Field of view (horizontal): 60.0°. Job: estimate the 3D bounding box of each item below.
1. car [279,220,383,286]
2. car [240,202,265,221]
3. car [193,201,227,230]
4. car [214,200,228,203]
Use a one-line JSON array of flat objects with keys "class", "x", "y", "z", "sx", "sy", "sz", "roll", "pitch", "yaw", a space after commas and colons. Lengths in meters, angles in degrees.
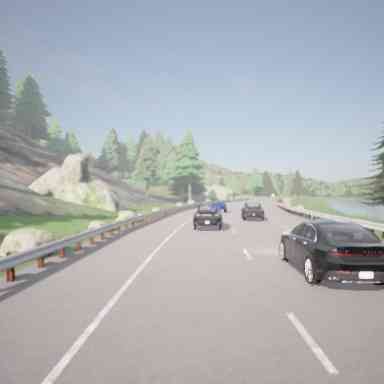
[{"class": "car", "x": 3.851, "y": 1.563, "z": 9.604, "sx": 1.837, "sy": 1.490, "sz": 4.892, "roll": 0, "pitch": 0, "yaw": 2}, {"class": "car", "x": 5.332, "y": 1.657, "z": 29.560, "sx": 2.128, "sy": 1.511, "sz": 4.902, "roll": 0, "pitch": 0, "yaw": 6}, {"class": "car", "x": 1.109, "y": 1.612, "z": 22.284, "sx": 2.128, "sy": 1.511, "sz": 4.902, "roll": 0, "pitch": 0, "yaw": 5}, {"class": "car", "x": 3.392, "y": 1.704, "z": 41.654, "sx": 1.882, "sy": 1.535, "sz": 5.008, "roll": 0, "pitch": 0, "yaw": 8}]
